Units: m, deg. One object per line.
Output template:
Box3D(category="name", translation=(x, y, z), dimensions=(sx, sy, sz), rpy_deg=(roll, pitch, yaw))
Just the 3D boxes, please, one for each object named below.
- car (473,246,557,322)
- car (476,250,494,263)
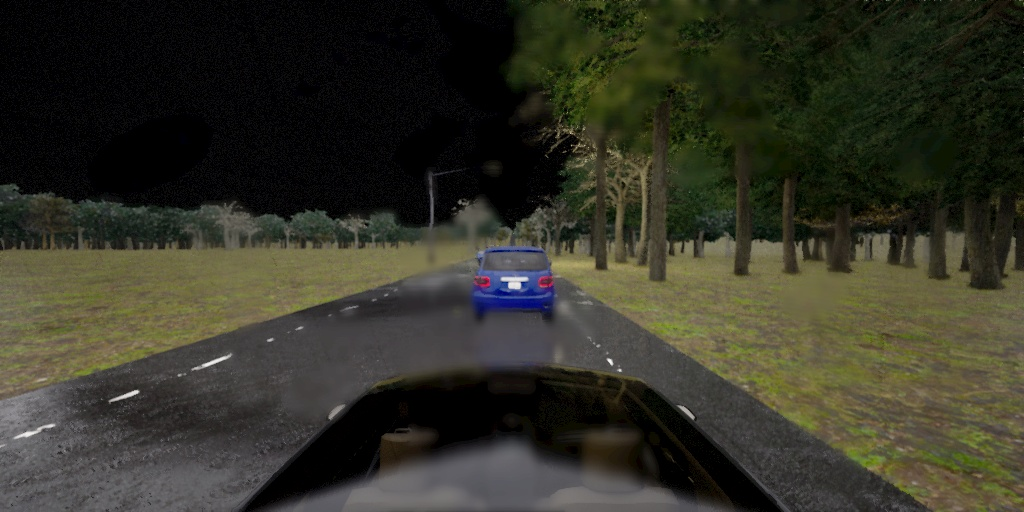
Box3D(category="car", translation=(0.097, 0.700, 11.177), dimensions=(2.150, 2.045, 5.566), rpy_deg=(0, 2, 1))
Box3D(category="car", translation=(-3.407, -0.024, 46.060), dimensions=(1.882, 1.535, 5.008), rpy_deg=(0, 1, 0))
